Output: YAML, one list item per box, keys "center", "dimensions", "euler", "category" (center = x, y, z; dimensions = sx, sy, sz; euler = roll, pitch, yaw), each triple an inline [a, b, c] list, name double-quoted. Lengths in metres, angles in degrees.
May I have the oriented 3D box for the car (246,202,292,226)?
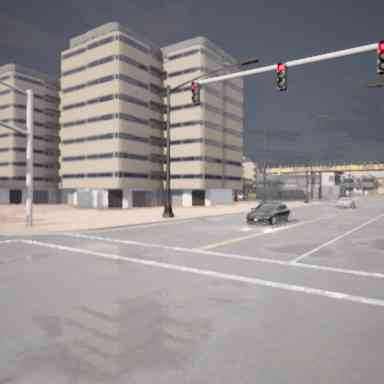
- center: [5.421, 1.512, 23.131]
  dimensions: [1.837, 1.490, 4.892]
  euler: [0, 1, 35]
  category: "car"

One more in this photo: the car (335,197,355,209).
- center: [20.654, 1.464, 44.698]
  dimensions: [1.812, 1.442, 4.674]
  euler: [0, 0, 35]
  category: "car"
